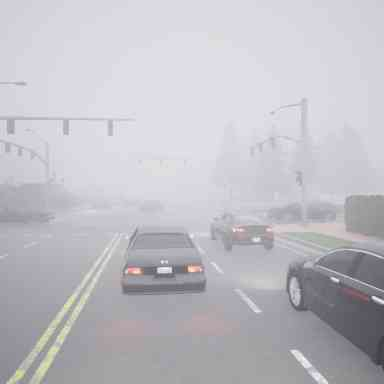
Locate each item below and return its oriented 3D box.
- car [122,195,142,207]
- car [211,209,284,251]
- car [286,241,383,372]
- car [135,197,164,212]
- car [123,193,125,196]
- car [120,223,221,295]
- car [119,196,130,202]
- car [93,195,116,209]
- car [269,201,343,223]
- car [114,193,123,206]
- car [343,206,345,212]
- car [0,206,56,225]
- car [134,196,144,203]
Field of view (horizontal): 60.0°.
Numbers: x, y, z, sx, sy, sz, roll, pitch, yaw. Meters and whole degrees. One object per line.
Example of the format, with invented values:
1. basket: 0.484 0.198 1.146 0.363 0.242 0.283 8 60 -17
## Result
1. car: -9.016 1.526 50.276 1.812 1.442 4.674 0 0 -6
2. car: 2.010 1.526 14.137 1.812 1.442 4.674 0 0 -7
3. car: 2.983 1.505 4.942 1.837 1.490 4.892 0 0 -5
4. car: -4.574 1.564 38.148 1.994 1.385 4.181 0 0 11
5. car: -13.937 1.222 63.637 2.150 2.045 5.566 0 0 -6
6. car: -0.834 1.547 8.876 2.033 1.411 5.357 0 0 -7
7. car: -15.038 1.540 74.121 2.033 1.411 5.357 0 0 -6
8. car: -12.033 1.491 44.885 2.128 1.511 4.902 0 0 -4
9. car: 8.248 1.477 24.941 5.008 1.535 1.882 0 0 -5
10. car: -12.939 1.352 54.044 2.097 1.767 4.553 0 0 -6
11. car: 12.072 1.547 32.487 5.357 1.411 2.033 0 0 -5
12. car: -12.166 1.601 23.236 4.718 1.301 1.895 0 0 -5
13. car: -11.024 1.524 69.598 1.812 1.442 4.674 0 0 -6
